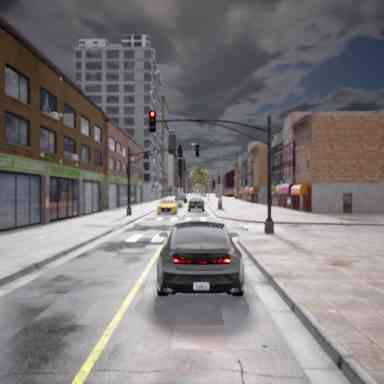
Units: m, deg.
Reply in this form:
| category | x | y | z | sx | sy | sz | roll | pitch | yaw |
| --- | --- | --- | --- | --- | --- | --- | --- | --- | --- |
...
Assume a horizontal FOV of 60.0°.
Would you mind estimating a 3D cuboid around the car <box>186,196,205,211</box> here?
| category | x | y | z | sx | sy | sz | roll | pitch | yaw |
| --- | --- | --- | --- | --- | --- | --- | --- | --- | --- |
| car | 0.509 | 1.459 | 39.679 | 1.837 | 1.490 | 4.892 | 0 | 0 | 1 |

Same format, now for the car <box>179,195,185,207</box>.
| category | x | y | z | sx | sy | sz | roll | pitch | yaw |
| --- | --- | --- | --- | --- | --- | --- | --- | --- | --- |
| car | -2.348 | 1.542 | 47.329 | 1.895 | 1.301 | 4.718 | 0 | 0 | 1 |

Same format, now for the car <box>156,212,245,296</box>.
| category | x | y | z | sx | sy | sz | roll | pitch | yaw |
| --- | --- | --- | --- | --- | --- | --- | --- | --- | --- |
| car | 0.183 | 1.495 | 8.580 | 1.837 | 1.490 | 4.892 | 0 | 0 | 0 |

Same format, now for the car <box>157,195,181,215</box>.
| category | x | y | z | sx | sy | sz | roll | pitch | yaw |
| --- | --- | --- | --- | --- | --- | --- | --- | --- | --- |
| car | -2.481 | 1.439 | 34.244 | 1.882 | 1.535 | 5.008 | 0 | 0 | 0 |

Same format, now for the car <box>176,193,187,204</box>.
| category | x | y | z | sx | sy | sz | roll | pitch | yaw |
| --- | --- | --- | --- | --- | --- | --- | --- | --- | --- |
| car | -2.123 | 1.124 | 63.524 | 2.150 | 2.045 | 5.566 | 0 | 0 | 1 |
